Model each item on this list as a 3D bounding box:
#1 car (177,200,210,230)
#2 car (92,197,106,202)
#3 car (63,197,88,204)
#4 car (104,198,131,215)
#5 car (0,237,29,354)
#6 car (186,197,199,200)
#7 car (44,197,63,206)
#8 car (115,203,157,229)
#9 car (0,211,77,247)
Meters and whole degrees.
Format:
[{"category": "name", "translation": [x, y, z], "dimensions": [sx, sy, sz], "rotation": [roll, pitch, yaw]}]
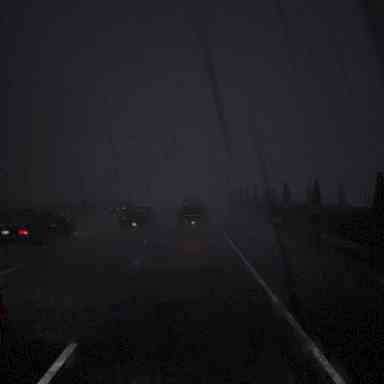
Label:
[{"category": "car", "translation": [0.092, 1.511, 21.391], "dimensions": [1.837, 1.490, 4.892], "rotation": [0, 0, 0]}, {"category": "car", "translation": [-14.094, 1.540, 51.395], "dimensions": [1.812, 1.442, 4.674], "rotation": [0, 0, 0]}, {"category": "car", "translation": [-17.591, 1.506, 51.356], "dimensions": [2.128, 1.511, 4.902], "rotation": [0, 0, 0]}, {"category": "car", "translation": [-6.913, 1.557, 33.413], "dimensions": [2.033, 1.411, 5.357], "rotation": [0, 0, 0]}, {"category": "car", "translation": [-3.402, 1.478, 2.450], "dimensions": [1.882, 1.535, 5.008], "rotation": [0, 0, 0]}, {"category": "car", "translation": [0.085, 1.363, 38.518], "dimensions": [2.097, 1.767, 4.553], "rotation": [0, 0, 0]}, {"category": "car", "translation": [-21.089, 1.506, 51.340], "dimensions": [2.128, 1.511, 4.902], "rotation": [0, 0, 0]}, {"category": "car", "translation": [-3.407, 1.607, 21.887], "dimensions": [1.895, 1.301, 4.718], "rotation": [0, 0, 0]}, {"category": "car", "translation": [-6.906, 1.552, 14.880], "dimensions": [2.033, 1.411, 5.357], "rotation": [0, 0, 0]}]
